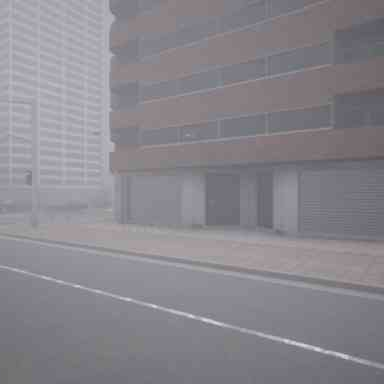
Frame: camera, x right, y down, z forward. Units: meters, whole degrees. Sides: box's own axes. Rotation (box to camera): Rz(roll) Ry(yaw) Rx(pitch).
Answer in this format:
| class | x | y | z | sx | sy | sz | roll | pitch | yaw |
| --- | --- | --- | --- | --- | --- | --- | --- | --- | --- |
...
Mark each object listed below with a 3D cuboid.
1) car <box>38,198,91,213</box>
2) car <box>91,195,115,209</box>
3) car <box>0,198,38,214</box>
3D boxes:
| class | x | y | z | sx | sy | sz | roll | pitch | yaw |
| --- | --- | --- | --- | --- | --- | --- | --- | --- | --- |
| car | -13.907 | 1.596 | 36.478 | 1.895 | 1.301 | 4.718 | 0 | 0 | 35 |
| car | -12.816 | 1.499 | 44.169 | 1.837 | 1.490 | 4.892 | 0 | 0 | 35 |
| car | -18.771 | 1.472 | 35.614 | 1.882 | 1.535 | 5.008 | 0 | 0 | 35 |
